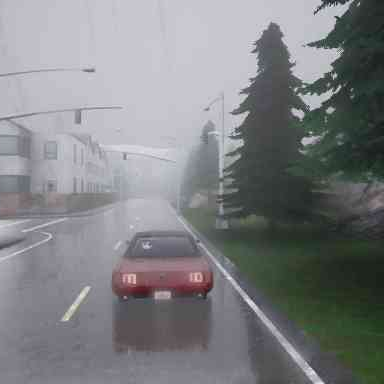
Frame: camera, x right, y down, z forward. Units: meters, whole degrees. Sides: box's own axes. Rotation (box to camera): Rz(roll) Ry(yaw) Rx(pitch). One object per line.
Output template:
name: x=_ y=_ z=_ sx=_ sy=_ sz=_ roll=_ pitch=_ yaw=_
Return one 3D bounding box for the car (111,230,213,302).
car: x=-0.719 y=1.601 z=8.291 sx=1.895 sy=1.301 sz=4.718 roll=0 pitch=0 yaw=-5
